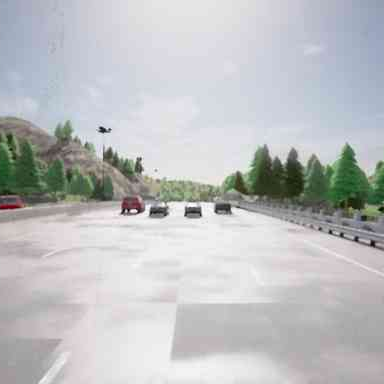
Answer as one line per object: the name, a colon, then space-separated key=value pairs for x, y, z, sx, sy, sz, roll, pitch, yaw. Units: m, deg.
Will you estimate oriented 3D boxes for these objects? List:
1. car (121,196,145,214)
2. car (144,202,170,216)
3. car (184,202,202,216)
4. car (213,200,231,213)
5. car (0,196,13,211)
car: x=-6.891 y=1.474 z=39.493 sx=2.150 sy=2.045 sz=5.566 roll=0 pitch=-1 yaw=0
car: x=-3.382 y=1.736 z=34.927 sx=2.033 sy=1.411 sz=5.357 roll=0 pitch=-1 yaw=0
car: x=0.118 y=1.735 z=34.920 sx=2.033 sy=1.411 sz=5.357 roll=0 pitch=-1 yaw=0
car: x=3.621 y=1.744 z=40.319 sx=1.882 sy=1.535 sz=5.008 roll=0 pitch=-1 yaw=0
car: x=-17.581 y=1.355 z=30.103 sx=2.150 sy=2.045 sz=5.566 roll=0 pitch=0 yaw=0
